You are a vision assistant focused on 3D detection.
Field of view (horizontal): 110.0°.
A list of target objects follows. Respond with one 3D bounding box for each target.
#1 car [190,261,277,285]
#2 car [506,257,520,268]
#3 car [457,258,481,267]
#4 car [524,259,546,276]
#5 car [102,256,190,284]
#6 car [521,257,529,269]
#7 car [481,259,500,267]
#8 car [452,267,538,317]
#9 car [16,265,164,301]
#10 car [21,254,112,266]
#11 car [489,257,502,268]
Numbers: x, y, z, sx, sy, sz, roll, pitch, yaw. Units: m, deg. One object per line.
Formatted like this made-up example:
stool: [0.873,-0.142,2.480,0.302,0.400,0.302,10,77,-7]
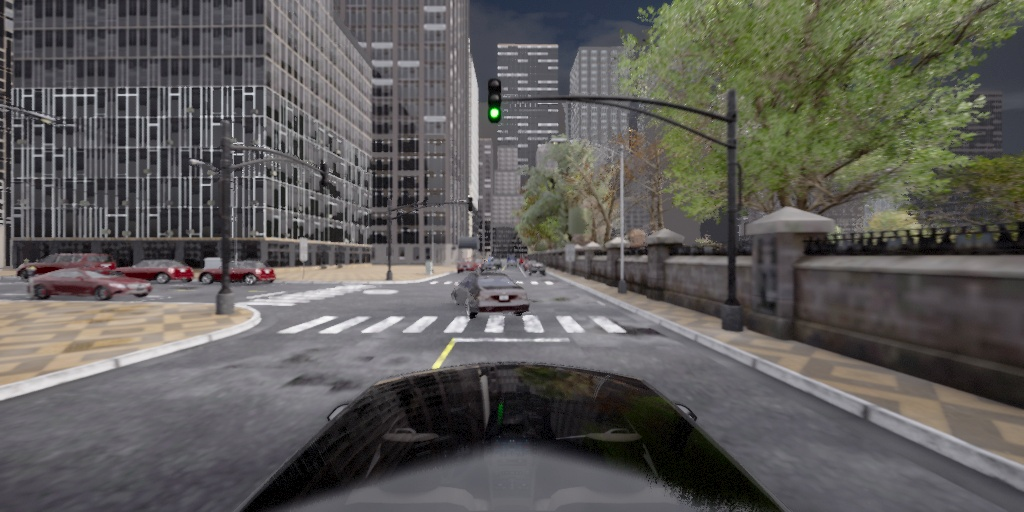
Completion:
car: [-17.625,1.023,23.023,4.097,1.591,1.967,0,0,1]
car: [-0.003,1.359,64.414,2.033,1.411,5.357,0,0,0]
car: [-5.317,1.110,42.863,2.192,1.841,5.009,0,0,0]
car: [2.564,1.341,37.309,2.007,1.370,4.403,0,0,0]
car: [-23.151,0.957,23.135,4.097,1.591,1.967,0,0,1]
car: [2.563,1.240,48.400,1.967,1.591,4.097,0,0,0]
car: [-2.840,1.361,44.766,1.994,1.385,4.181,0,0,0]
car: [-0.974,1.313,13.274,2.033,1.411,5.357,0,0,-17]
car: [-17.769,1.154,15.144,4.207,1.307,1.802,0,0,1]
car: [-28.677,0.766,23.246,5.009,1.841,2.192,0,0,1]
car: [-2.798,1.162,60.811,2.097,1.767,4.553,0,0,0]
